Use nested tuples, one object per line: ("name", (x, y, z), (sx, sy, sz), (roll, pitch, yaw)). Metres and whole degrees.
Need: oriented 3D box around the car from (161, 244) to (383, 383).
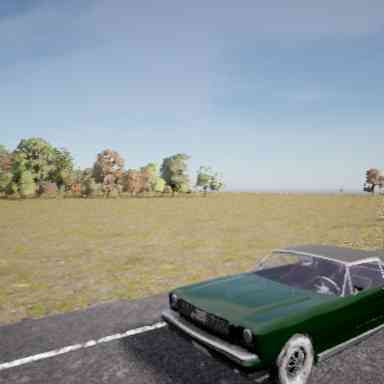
("car", (1.914, 1.604, 5.352), (4.718, 1.301, 1.895), (0, 0, -35))
